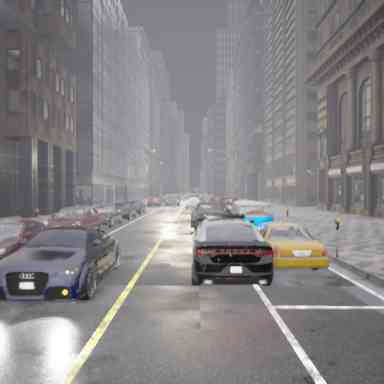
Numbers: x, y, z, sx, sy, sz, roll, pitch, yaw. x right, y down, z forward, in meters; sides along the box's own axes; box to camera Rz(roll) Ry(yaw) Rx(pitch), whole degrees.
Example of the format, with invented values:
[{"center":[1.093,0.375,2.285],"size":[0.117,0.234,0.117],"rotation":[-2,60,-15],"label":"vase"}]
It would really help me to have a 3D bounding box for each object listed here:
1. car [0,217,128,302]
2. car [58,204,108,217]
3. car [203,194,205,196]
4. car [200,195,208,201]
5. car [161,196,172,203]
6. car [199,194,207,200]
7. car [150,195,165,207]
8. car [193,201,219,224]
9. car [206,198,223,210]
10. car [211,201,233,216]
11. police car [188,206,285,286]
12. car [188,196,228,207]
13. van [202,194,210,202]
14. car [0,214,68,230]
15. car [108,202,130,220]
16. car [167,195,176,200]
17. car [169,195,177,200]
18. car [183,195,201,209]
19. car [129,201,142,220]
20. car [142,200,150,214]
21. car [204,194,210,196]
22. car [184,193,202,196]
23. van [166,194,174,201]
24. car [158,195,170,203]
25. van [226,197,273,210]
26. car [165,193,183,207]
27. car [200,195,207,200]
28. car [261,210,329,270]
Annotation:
[{"center":[-3.073,1.557,8.190],"size":[1.994,1.385,4.181],"rotation":[0,0,0],"label":"car"},{"center":[-5.711,1.428,16.185],"size":[1.967,1.590,4.097],"rotation":[0,0,0],"label":"car"},{"center":[2.931,1.416,49.779],"size":[1.967,1.590,4.097],"rotation":[0,0,0],"label":"car"},{"center":[3.048,1.516,83.389],"size":[1.887,1.381,4.507],"rotation":[0,0,0],"label":"car"},{"center":[-5.516,1.518,72.205],"size":[1.887,1.381,4.507],"rotation":[0,0,0],"label":"car"},{"center":[3.086,1.411,94.593],"size":[1.967,1.590,4.097],"rotation":[0,0,0],"label":"car"},{"center":[-5.594,1.521,49.798],"size":[1.887,1.381,4.507],"rotation":[0,0,0],"label":"car"},{"center":[0.987,1.508,25.414],"size":[1.812,1.442,4.674],"rotation":[0,0,0],"label":"car"},{"center":[2.912,1.542,44.178],"size":[1.947,1.339,4.313],"rotation":[0,0,0],"label":"car"},{"center":[2.873,1.561,32.975],"size":[1.802,1.307,4.206],"rotation":[0,0,0],"label":"car"},{"center":[0.932,1.417,9.524],"size":[1.930,1.638,5.238],"rotation":[0,0,0],"label":"police car"},{"center":[0.965,1.337,19.384],"size":[2.097,1.767,4.553],"rotation":[0,0,0],"label":"car"},{"center":[3.008,1.314,72.186],"size":[1.690,1.788,3.998],"rotation":[0,0,0],"label":"van"},{"center":[-5.729,1.573,10.583],"size":[1.802,1.307,4.206],"rotation":[0,0,0],"label":"car"},{"center":[-5.691,1.535,21.788],"size":[2.008,1.369,4.403],"rotation":[0,0,0],"label":"car"},{"center":[-5.458,1.516,89.013],"size":[1.887,1.381,4.507],"rotation":[0,0,0],"label":"car"},{"center":[-5.439,1.516,94.614],"size":[1.887,1.381,4.507],"rotation":[0,0,0],"label":"car"},{"center":[0.174,1.502,44.024],"size":[1.812,1.442,4.674],"rotation":[0,0,1],"label":"car"},{"center":[-5.671,1.547,27.389],"size":[1.947,1.339,4.313],"rotation":[0,0,0],"label":"car"},{"center":[-5.652,1.545,32.991],"size":[1.947,1.339,4.313],"rotation":[0,0,0],"label":"car"},{"center":[2.892,1.293,38.576],"size":[2.192,1.841,5.009],"rotation":[0,0,0],"label":"car"},{"center":[0.195,1.327,56.116],"size":[2.097,1.767,4.553],"rotation":[0,0,0],"label":"car"},{"center":[-5.478,1.313,83.411],"size":[1.690,1.788,3.998],"rotation":[0,0,0],"label":"van"},{"center":[-5.536,1.414,66.604],"size":[1.967,1.590,4.097],"rotation":[0,0,0],"label":"car"},{"center":[2.814,1.328,16.170],"size":[1.690,1.788,3.998],"rotation":[0,0,0],"label":"van"},{"center":[-2.912,1.326,51.412],"size":[2.097,1.767,4.553],"rotation":[0,0,0],"label":"car"},{"center":[3.067,1.516,88.992],"size":[1.887,1.381,4.507],"rotation":[0,0,0],"label":"car"},{"center":[2.796,1.516,10.738],"size":[1.752,1.417,4.829],"rotation":[0,0,0],"label":"car"}]
